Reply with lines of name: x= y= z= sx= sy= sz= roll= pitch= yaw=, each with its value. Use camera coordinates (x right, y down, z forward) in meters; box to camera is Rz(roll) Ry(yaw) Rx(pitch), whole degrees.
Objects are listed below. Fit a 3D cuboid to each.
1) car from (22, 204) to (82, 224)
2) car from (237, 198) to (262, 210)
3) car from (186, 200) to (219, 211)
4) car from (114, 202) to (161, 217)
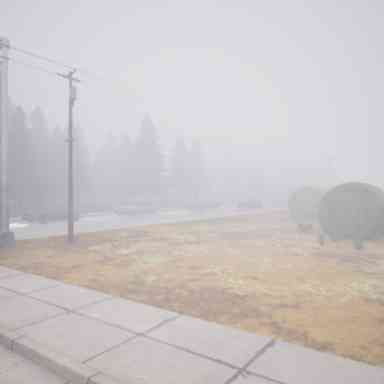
car: x=-10.522 y=1.597 z=25.176 sx=1.994 sy=1.385 sz=4.181 roll=0 pitch=0 yaw=37
car: x=7.528 y=1.557 z=43.334 sx=1.812 sy=1.442 sz=4.674 roll=0 pitch=0 yaw=36
car: x=1.335 y=1.634 z=41.159 sx=1.895 sy=1.301 sz=4.718 roll=0 pitch=0 yaw=37
car: x=-5.261 y=1.634 z=32.280 sx=1.895 sy=1.301 sz=4.718 roll=0 pitch=0 yaw=36
